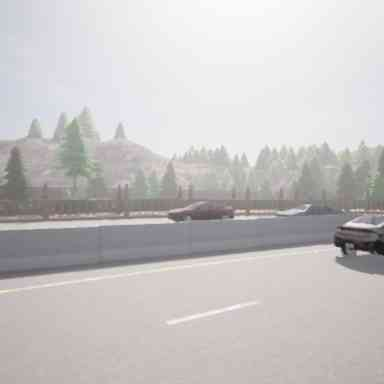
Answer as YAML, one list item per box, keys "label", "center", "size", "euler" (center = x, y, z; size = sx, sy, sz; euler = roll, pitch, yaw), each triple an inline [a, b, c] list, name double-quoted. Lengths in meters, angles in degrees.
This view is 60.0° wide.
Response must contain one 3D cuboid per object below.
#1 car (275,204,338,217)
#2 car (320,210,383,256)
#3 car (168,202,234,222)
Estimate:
- label: "car"
  center: [8.655, 1.607, 24.298]
  size: [5.357, 1.411, 2.033]
  euler: [0, 0, -23]
- label: "car"
  center: [7.218, 1.528, 11.788]
  size: [4.902, 1.511, 2.128]
  euler: [0, 0, -27]
- label: "car"
  center: [0.699, 1.475, 24.373]
  size: [5.008, 1.535, 1.882]
  euler: [0, 0, -27]
